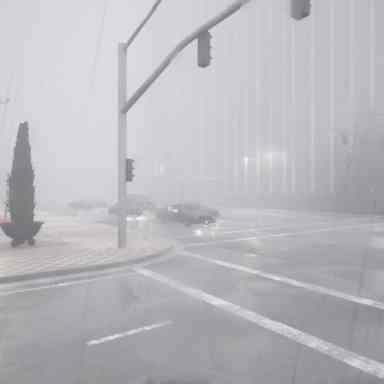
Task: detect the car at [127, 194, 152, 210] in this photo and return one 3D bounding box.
[{"bbox_3d":[-6.022,1.221,36.793,2.150,2.045,5.566,0,0,-36],"label":"car"}]

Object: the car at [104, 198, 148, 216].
[{"bbox_3d":[-6.250,1.564,31.129,1.994,1.385,4.181,0,0,-36],"label":"car"}]

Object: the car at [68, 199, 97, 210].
[{"bbox_3d":[-14.094,1.600,42.012,1.895,1.301,4.718,0,0,-36],"label":"car"}]

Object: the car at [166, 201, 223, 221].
[{"bbox_3d":[0.068,1.547,28.362,2.033,1.411,5.357,0,0,-36],"label":"car"}]

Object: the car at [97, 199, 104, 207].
[{"bbox_3d":[-13.598,1.600,47.333,1.895,1.301,4.718,0,0,-35],"label":"car"}]

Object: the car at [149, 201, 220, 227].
[{"bbox_3d":[-0.635,1.547,23.361,2.033,1.411,5.357,0,0,-36],"label":"car"}]
